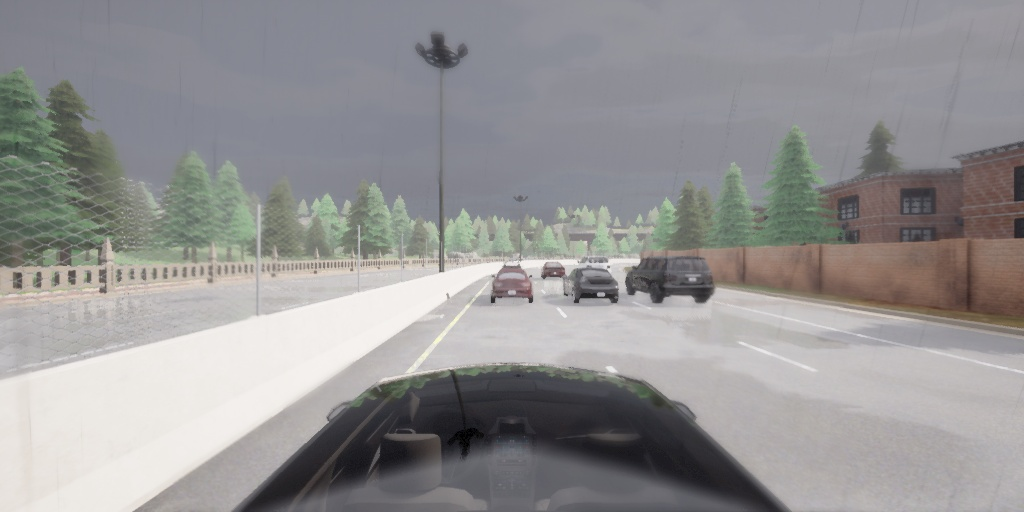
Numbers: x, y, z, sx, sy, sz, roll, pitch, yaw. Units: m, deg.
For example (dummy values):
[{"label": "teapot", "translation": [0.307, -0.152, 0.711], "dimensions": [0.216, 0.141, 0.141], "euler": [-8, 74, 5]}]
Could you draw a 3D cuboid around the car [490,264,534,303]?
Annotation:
[{"label": "car", "translation": [0.000, 1.283, 16.500], "dimensions": [1.812, 1.442, 4.674], "euler": [0, 0, 0]}]

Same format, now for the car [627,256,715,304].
[{"label": "car", "translation": [7.000, 1.008, 16.530], "dimensions": [2.150, 2.045, 5.566], "euler": [0, 0, 0]}]

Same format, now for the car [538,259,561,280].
[{"label": "car", "translation": [3.527, 1.235, 31.287], "dimensions": [1.882, 1.535, 5.008], "euler": [0, 0, 1]}]

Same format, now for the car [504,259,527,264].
[{"label": "car", "translation": [0.028, 1.245, 31.372], "dimensions": [2.128, 1.511, 4.902], "euler": [0, 0, 1]}]

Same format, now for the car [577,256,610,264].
[{"label": "car", "translation": [7.027, 1.008, 31.232], "dimensions": [2.150, 2.045, 5.566], "euler": [0, 0, 1]}]

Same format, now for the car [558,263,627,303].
[{"label": "car", "translation": [3.500, 1.266, 16.500], "dimensions": [1.837, 1.490, 4.892], "euler": [0, 0, 0]}]
